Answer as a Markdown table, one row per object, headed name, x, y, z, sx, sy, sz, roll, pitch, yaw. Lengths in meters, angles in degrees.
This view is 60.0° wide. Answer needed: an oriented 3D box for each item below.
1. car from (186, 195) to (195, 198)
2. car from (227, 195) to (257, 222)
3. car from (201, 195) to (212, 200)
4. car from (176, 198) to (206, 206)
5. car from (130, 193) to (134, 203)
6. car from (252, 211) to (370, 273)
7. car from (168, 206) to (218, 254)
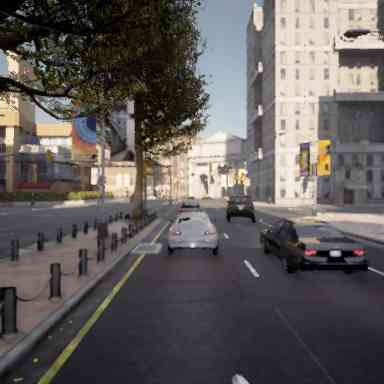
| name | x | y | z | sx | sy | sz | roll | pitch | yaw |
| --- | --- | --- | --- | --- | --- | --- | --- | --- | --- |
| car | -0.421 | 1.466 | 92.472 | 1.895 | 1.301 | 4.718 | 0 | 0 | -8 |
| car | 3.962 | 1.240 | 26.665 | 2.150 | 2.045 | 5.566 | 0 | 0 | 9 |
| car | 4.164 | 1.564 | 92.500 | 1.895 | 1.301 | 4.718 | 0 | 0 | 20 |
| car | -0.240 | 1.509 | 27.800 | 2.128 | 1.511 | 4.902 | 0 | 0 | -5 |
| car | -11.509 | 1.267 | 69.502 | 2.150 | 2.045 | 5.566 | 0 | 0 | 0 |
| car | 3.520 | 1.555 | 10.652 | 2.033 | 1.411 | 5.357 | 0 | 0 | 0 |
| car | 0.047 | 1.534 | 13.439 | 1.812 | 1.442 | 4.674 | 0 | 0 | 1 |
